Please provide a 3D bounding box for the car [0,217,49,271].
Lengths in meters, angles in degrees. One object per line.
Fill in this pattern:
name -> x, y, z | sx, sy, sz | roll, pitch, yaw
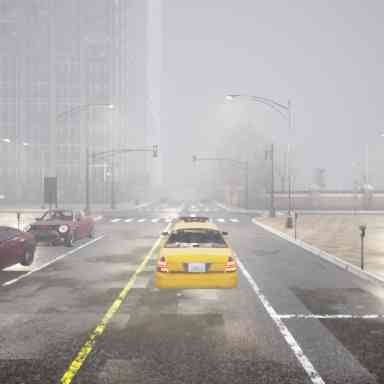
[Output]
car -> -5.700, 1.579, 8.879 | 1.802, 1.307, 4.206 | 0, 0, 0

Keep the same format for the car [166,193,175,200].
car -> -5.933, 1.181, 91.337 | 2.192, 1.841, 5.009 | 0, 0, 0

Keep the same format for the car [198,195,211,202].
car -> 2.682, 1.492, 63.605 | 1.947, 1.339, 4.313 | 0, 0, 0

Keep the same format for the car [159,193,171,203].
car -> -5.911, 1.485, 69.095 | 1.947, 1.339, 4.313 | 0, 0, 0

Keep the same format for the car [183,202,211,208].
car -> 0.097, 1.535, 19.494 | 2.033, 1.411, 5.357 | 0, 0, 0

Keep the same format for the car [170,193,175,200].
car -> -5.928, 1.323, 85.779 | 1.967, 1.590, 4.097 | 0, 0, 0

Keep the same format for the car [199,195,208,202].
car -> 2.609, 1.454, 74.720 | 1.887, 1.381, 4.507 | 0, 0, 0

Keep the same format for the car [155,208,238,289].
car -> 0.089, 1.454, 9.081 | 1.801, 1.575, 5.366 | 0, 0, 0

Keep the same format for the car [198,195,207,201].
car -> 2.603, 1.448, 80.280 | 2.008, 1.369, 4.403 | 0, 0, 0

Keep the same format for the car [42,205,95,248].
car -> -5.706, 1.433, 14.572 | 1.967, 1.590, 4.097 | 0, 0, 0

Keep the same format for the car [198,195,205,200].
car -> 2.592, 1.411, 91.402 | 1.887, 1.381, 4.507 | 0, 0, 0
